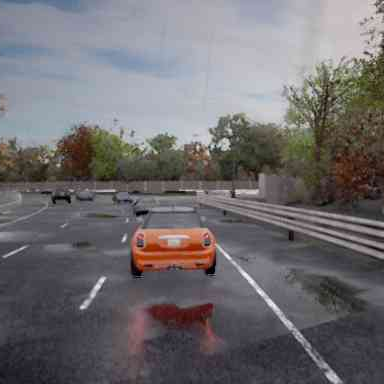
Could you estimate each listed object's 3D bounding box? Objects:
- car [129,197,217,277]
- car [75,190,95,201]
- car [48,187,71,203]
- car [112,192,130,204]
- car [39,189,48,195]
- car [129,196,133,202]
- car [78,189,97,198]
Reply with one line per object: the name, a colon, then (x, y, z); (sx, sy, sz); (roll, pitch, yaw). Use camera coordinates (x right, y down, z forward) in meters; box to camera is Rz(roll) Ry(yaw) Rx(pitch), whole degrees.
car: (-0.599, 1.156, 9.872); (2.097, 1.767, 4.553); (0, 1, -5)
car: (-15.897, 0.632, 48.832); (1.994, 1.385, 4.181); (-1, 1, -27)
car: (-17.510, 0.381, 44.359); (2.150, 2.045, 5.566); (-1, 1, -26)
car: (-8.899, 0.730, 42.281); (2.033, 1.411, 5.357); (-1, 1, -22)
car: (-35.184, -0.038, 80.535); (5.008, 1.535, 1.882); (1, 2, 42)
car: (-3.455, 1.070, 25.291); (1.994, 1.385, 4.181); (0, 1, -13)
car: (-19.328, 0.316, 61.561); (2.128, 1.511, 4.902); (-1, 1, -33)
